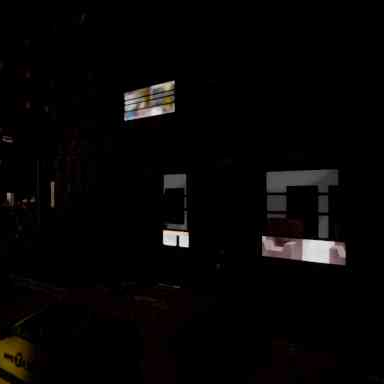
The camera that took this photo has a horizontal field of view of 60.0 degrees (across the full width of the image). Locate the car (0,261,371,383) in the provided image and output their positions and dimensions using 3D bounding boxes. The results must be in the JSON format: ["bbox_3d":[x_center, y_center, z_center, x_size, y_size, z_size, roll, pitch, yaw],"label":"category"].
[{"bbox_3d":[-0.815,1.525,3.437,4.829,1.417,1.752,0,0,35],"label":"car"}]

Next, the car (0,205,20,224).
[{"bbox_3d":[-16.060,1.819,25.605,1.994,1.385,4.181,0,-1,35],"label":"car"}]

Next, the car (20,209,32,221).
[{"bbox_3d":[-16.713,1.835,29.242,1.752,1.417,4.829,-1,-2,35],"label":"car"}]
